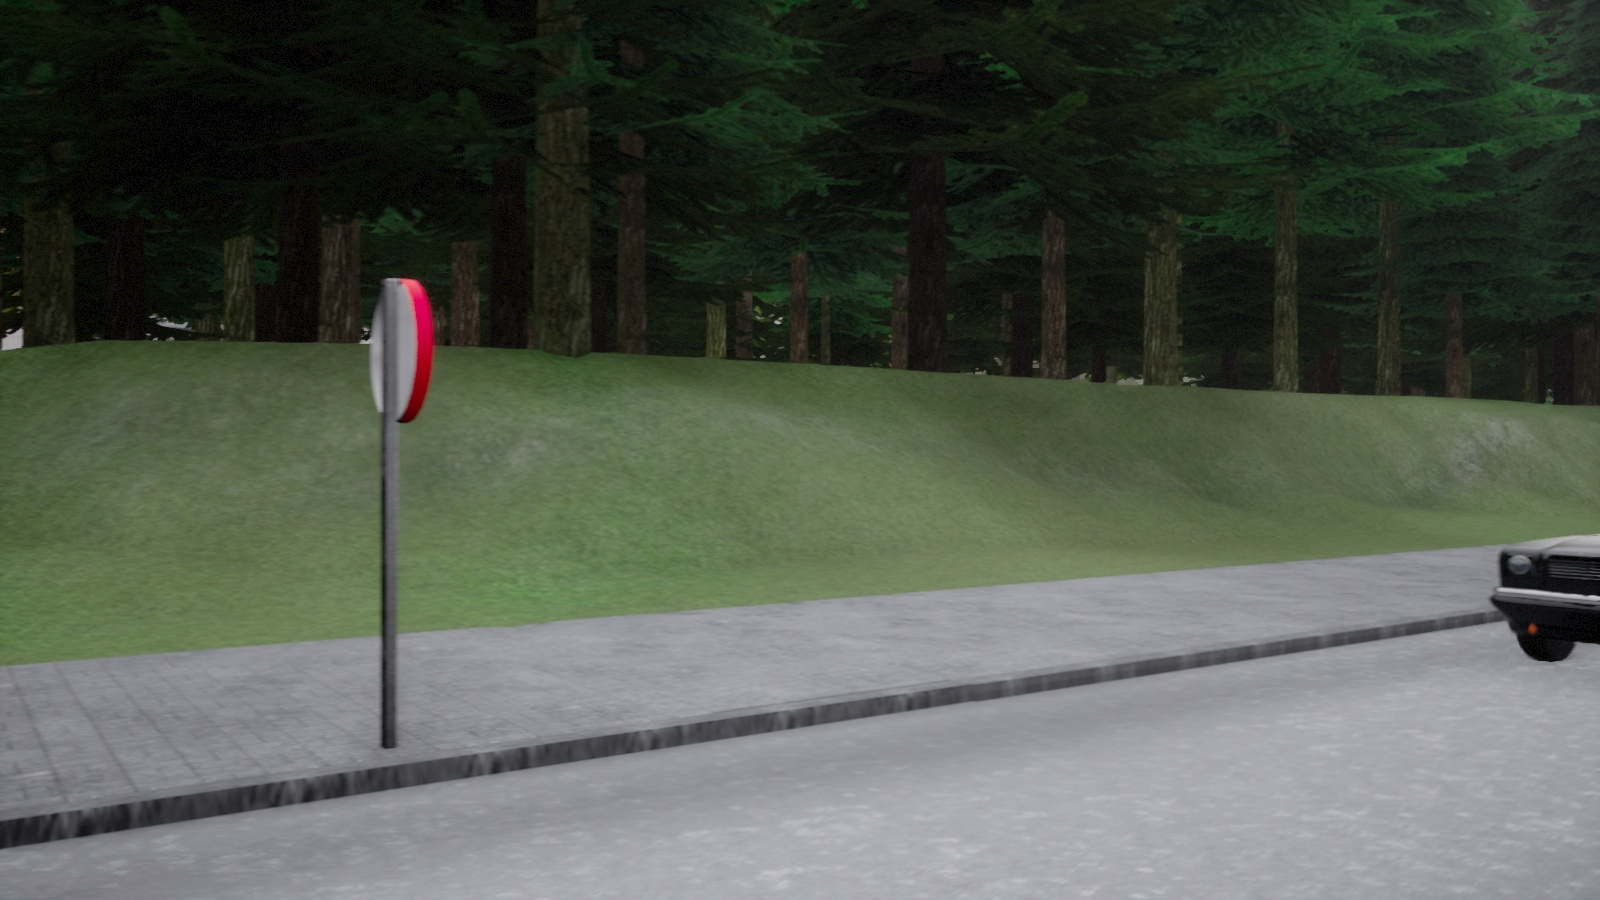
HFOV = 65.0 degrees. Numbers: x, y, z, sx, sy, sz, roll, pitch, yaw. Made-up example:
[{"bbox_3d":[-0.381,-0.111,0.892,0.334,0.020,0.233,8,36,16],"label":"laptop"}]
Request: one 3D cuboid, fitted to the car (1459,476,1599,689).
[{"bbox_3d":[7.009,0.853,9.227,4.718,1.301,1.895,0,0,-35],"label":"car"}]
